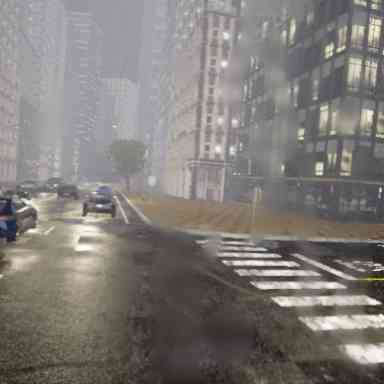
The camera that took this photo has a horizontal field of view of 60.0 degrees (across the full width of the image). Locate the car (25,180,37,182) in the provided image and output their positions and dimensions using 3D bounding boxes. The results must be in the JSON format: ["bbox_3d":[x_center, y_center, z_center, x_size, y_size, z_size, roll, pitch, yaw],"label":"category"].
[{"bbox_3d":[-22.048,-0.905,45.349,1.812,1.442,4.674,4,1,-14],"label":"car"}]

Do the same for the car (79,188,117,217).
[{"bbox_3d":[-5.856,0.703,21.275,1.994,1.385,4.181,3,1,-14],"label":"car"}]

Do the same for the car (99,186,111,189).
[{"bbox_3d":[-10.733,-0.062,40.777,1.812,1.442,4.674,3,1,-14],"label":"car"}]

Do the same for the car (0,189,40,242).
[{"bbox_3d":[-6.833,0.803,11.808,1.994,1.385,4.181,3,2,-14],"label":"car"}]

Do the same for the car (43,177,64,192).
[{"bbox_3d":[-18.733,-0.996,45.520,2.150,2.045,5.566,4,1,-13],"label":"car"}]

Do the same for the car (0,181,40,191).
[{"bbox_3d":[-14.610,0.005,28.758,1.895,1.301,4.718,3,1,-14],"label":"car"}]

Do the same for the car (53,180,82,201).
[{"bbox_3d":[-12.153,-0.046,33.103,1.882,1.535,5.008,3,1,-14],"label":"car"}]
